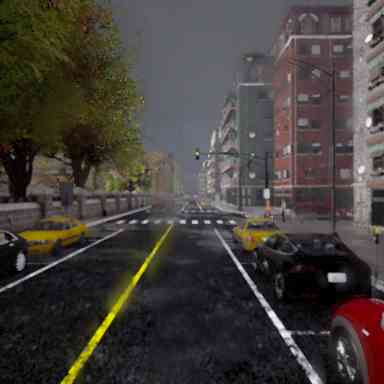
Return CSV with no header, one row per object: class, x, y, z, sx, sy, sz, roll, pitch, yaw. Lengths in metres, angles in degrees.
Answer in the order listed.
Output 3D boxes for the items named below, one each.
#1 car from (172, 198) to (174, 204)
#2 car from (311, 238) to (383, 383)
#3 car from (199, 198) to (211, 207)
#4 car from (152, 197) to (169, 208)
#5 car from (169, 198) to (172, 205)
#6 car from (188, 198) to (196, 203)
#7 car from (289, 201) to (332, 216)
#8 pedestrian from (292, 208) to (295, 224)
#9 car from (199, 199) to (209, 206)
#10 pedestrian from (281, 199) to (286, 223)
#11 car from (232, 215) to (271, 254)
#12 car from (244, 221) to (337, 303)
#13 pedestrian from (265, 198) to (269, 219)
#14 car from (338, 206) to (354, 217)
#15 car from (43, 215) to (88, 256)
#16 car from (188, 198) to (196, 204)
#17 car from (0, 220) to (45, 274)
car,-5.688,2.254,74.045,1.887,1.381,4.507,0,-1,0
car,2.689,1.465,2.616,1.967,1.590,4.097,0,-1,0
car,2.692,2.124,63.145,1.752,1.417,4.829,0,-1,0
car,-5.690,1.857,57.442,2.192,1.841,5.009,0,-1,0
car,-5.689,2.093,68.511,1.967,1.590,4.097,0,-1,0
car,0.007,2.341,93.176,2.128,1.511,4.902,0,-1,0
car,14.618,1.970,40.866,5.009,1.841,2.192,1,-1,0
pedestrian,8.138,1.899,26.661,0.375,1.300,0.375,0,0,0
car,2.692,2.260,74.045,2.008,1.369,4.403,0,-1,0
pedestrian,7.138,1.458,26.063,0.375,1.860,0.375,0,0,0
car,2.690,1.654,14.046,1.752,1.417,4.829,0,-1,0
car,2.690,1.641,8.245,1.947,1.339,4.313,0,-1,0
pedestrian,6.138,1.397,27.264,0.375,1.860,0.375,0,0,0
car,20.309,2.303,40.878,4.507,1.381,1.887,1,-1,0
car,-5.690,1.651,13.706,1.752,1.417,4.829,0,-1,0
car,0.007,2.348,83.164,1.994,1.385,4.181,0,-1,0
car,-5.690,1.626,8.245,2.008,1.369,4.403,0,-1,0
